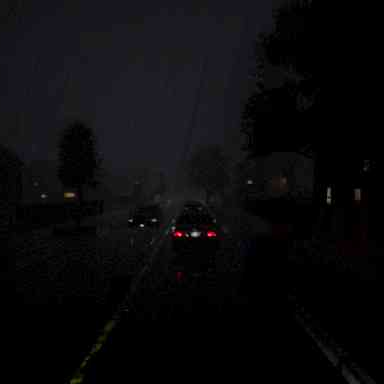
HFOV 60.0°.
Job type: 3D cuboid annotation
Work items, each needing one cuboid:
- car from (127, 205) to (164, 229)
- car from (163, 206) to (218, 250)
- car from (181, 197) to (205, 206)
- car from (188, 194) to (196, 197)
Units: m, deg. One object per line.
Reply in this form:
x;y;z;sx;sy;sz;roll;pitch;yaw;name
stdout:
-2.852;1.531;21.648;2.033;1.411;5.357;0;0;0;car
0.098;1.534;14.247;2.033;1.411;5.357;0;0;0;car
0.089;1.474;27.563;2.128;1.511;4.902;0;0;0;car
-0.024;1.571;81.942;1.895;1.301;4.718;0;0;0;car
